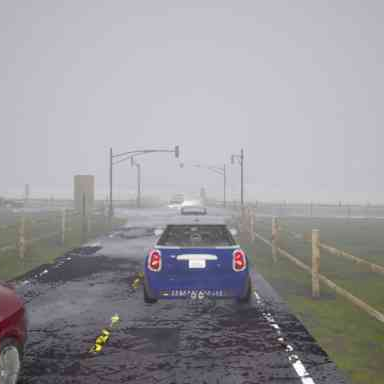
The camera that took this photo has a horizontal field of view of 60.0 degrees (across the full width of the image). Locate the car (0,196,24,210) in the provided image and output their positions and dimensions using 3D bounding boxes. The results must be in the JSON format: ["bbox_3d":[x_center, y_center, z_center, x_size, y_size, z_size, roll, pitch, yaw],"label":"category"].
[{"bbox_3d":[-21.052,1.112,36.272,5.008,1.535,1.882,1,0,0],"label":"car"}]

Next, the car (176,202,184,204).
[{"bbox_3d":[0.091,1.510,18.217,1.837,1.490,4.892,0,0,0],"label":"car"}]

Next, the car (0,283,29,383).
[{"bbox_3d":[-2.849,1.526,2.216,1.812,1.442,4.674,0,0,0],"label":"car"}]

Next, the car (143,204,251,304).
[{"bbox_3d":[0.096,1.353,8.288,2.097,1.767,4.553,0,0,0],"label":"car"}]

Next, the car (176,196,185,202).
[{"bbox_3d":[-2.702,1.566,78.709,2.033,1.411,5.357,0,0,0],"label":"car"}]

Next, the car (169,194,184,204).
[{"bbox_3d":[-2.851,1.580,58.577,1.994,1.385,4.181,0,0,0],"label":"car"}]

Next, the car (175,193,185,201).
[{"bbox_3d":[-2.756,1.242,68.042,2.150,2.045,5.566,0,0,0],"label":"car"}]
